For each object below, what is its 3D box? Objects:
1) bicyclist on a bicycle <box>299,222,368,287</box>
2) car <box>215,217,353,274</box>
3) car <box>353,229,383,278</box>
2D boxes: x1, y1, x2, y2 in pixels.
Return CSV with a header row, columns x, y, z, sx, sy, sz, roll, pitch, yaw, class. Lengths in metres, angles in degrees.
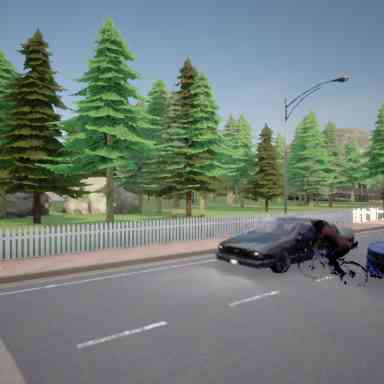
x,y,z,sx,sy,sz,roll,pitch,yaw,class
3.283,1.485,7.960,1.656,1.620,0.582,1,21,41,bicyclist on a bicycle
3.301,1.547,10.812,5.357,1.411,2.033,0,0,-37,car
6.655,1.478,8.983,5.008,1.535,1.882,0,0,-35,car
